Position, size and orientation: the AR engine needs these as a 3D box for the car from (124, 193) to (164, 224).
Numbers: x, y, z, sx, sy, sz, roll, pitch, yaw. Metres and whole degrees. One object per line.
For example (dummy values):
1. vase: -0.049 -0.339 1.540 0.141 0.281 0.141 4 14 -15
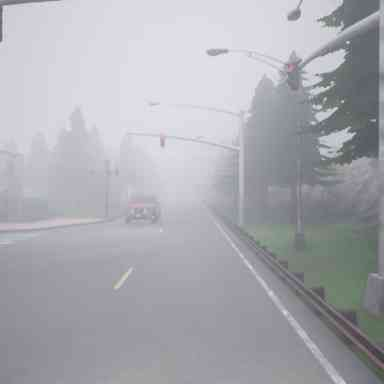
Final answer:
1. car: -3.540 1.208 24.834 2.150 2.045 5.566 0 0 0
